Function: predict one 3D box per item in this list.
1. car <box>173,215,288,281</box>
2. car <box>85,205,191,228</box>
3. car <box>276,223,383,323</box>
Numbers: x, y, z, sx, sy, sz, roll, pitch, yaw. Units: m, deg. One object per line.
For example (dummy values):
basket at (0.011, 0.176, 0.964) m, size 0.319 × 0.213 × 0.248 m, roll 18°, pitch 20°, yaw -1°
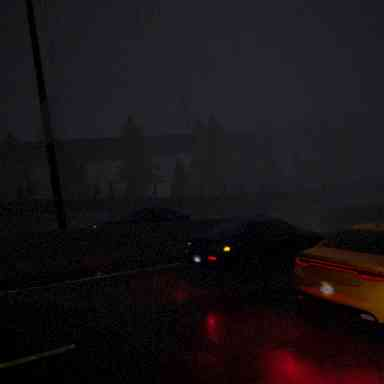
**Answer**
car at (1.999, 1.413, 9.474) m, size 4.674 × 1.442 × 1.812 m, roll -1°, pitch 1°, yaw -36°
car at (-2.335, 1.369, 15.144) m, size 5.008 × 1.535 × 1.882 m, roll -1°, pitch 0°, yaw -35°
car at (4.158, 1.363, 6.715) m, size 5.008 × 1.535 × 1.882 m, roll -1°, pitch 0°, yaw -36°
